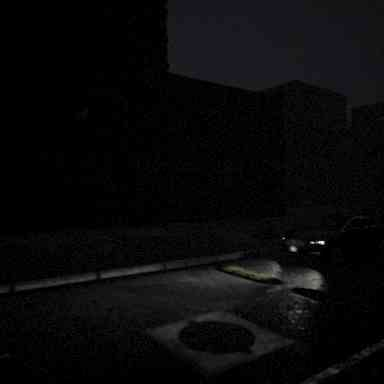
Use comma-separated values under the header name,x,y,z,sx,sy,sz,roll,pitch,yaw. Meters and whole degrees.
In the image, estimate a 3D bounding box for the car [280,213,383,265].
name,x,y,z,sx,sy,sz,roll,pitch,yaw
car,5.199,1.545,11.921,4.902,1.511,2.128,0,0,-35
